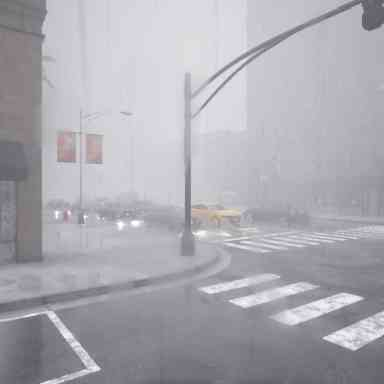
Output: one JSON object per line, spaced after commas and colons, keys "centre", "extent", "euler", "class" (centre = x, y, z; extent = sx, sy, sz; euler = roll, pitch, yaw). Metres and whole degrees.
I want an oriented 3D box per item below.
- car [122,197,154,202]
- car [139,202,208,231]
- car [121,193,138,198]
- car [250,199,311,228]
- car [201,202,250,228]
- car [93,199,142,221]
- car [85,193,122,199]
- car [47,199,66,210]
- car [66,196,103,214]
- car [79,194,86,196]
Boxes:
{"centre": [-4.273, 1.464, 30.198], "extent": [1.837, 1.490, 4.892], "euler": [0, 0, -36], "class": "car"}
{"centre": [-1.232, 1.542, 20.419], "extent": [1.994, 1.385, 4.181], "euler": [0, 0, -36], "class": "car"}
{"centre": [-9.848, 1.141, 49.391], "extent": [2.150, 2.045, 5.566], "euler": [0, 0, -36], "class": "car"}
{"centre": [5.587, 1.324, 22.418], "extent": [2.097, 1.767, 4.553], "euler": [0, 0, -36], "class": "car"}
{"centre": [1.276, 1.451, 22.499], "extent": [1.882, 1.535, 5.008], "euler": [0, 0, -35], "class": "car"}
{"centre": [-6.153, 1.529, 27.236], "extent": [1.994, 1.385, 4.181], "euler": [0, 0, -37], "class": "car"}
{"centre": [-10.260, 1.296, 38.523], "extent": [2.097, 1.767, 4.553], "euler": [0, 0, -36], "class": "car"}
{"centre": [-17.064, 1.538, 42.452], "extent": [1.895, 1.301, 4.718], "euler": [0, 0, -35], "class": "car"}
{"centre": [-11.079, 1.478, 34.102], "extent": [1.812, 1.442, 4.674], "euler": [0, 0, -36], "class": "car"}
{"centre": [-21.521, 1.243, 65.484], "extent": [2.097, 1.767, 4.553], "euler": [0, 0, -32], "class": "car"}
